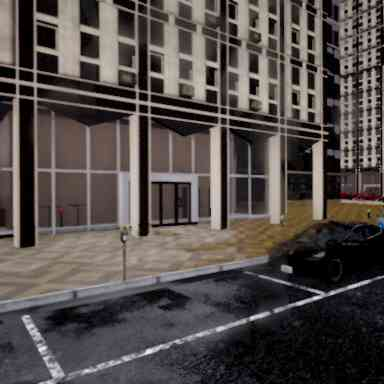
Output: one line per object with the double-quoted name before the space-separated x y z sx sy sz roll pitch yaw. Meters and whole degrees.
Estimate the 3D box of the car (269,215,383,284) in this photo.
"car" 4.117 1.518 9.490 4.313 1.339 1.947 0 0 -35

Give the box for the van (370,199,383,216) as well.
"van" 8.717 1.263 12.767 3.998 1.788 1.690 0 0 -35

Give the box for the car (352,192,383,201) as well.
"car" 28.295 0.828 52.517 1.802 1.307 4.206 1 1 -36

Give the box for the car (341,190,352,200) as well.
"car" 25.056 0.454 57.048 2.192 1.841 5.009 1 1 -36

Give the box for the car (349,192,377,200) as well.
"car" 31.828 0.665 61.977 1.802 1.307 4.206 1 1 -36
